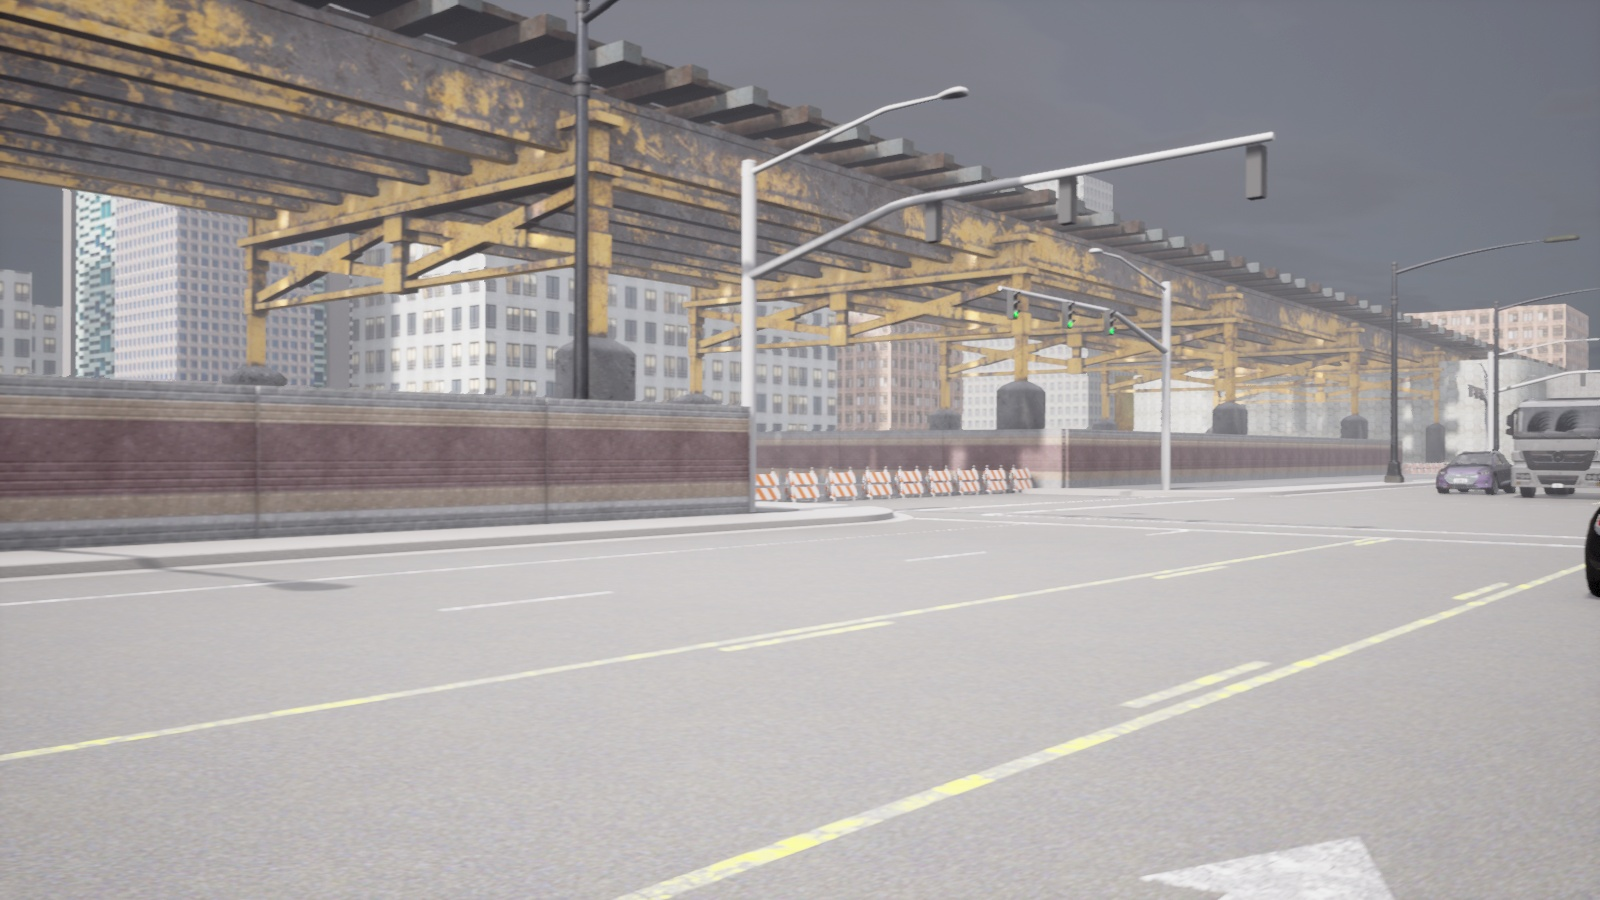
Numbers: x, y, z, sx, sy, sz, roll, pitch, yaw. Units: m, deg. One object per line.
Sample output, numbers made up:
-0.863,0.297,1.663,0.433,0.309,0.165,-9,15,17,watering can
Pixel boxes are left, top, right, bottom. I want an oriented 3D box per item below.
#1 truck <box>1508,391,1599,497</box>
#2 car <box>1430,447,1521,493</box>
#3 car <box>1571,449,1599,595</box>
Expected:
27.862,-0.186,44.844,2.891,3.462,7.936,0,0,41,truck
25.688,0.738,47.676,2.033,1.649,4.856,0,0,41,car
9.852,0.723,13.593,1.970,1.475,3.806,0,0,41,car
